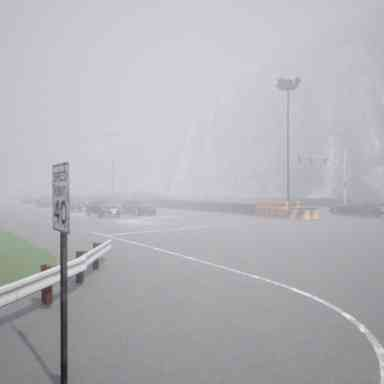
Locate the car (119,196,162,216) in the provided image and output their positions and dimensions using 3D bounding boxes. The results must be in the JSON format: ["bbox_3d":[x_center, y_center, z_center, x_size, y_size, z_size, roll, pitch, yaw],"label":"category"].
[{"bbox_3d":[-5.225,1.427,31.892,1.837,1.490,4.892,0,0,-38],"label":"car"}]

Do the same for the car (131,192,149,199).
[{"bbox_3d":[-12.825,0.891,81.518,2.128,1.511,4.902,0,1,-38],"label":"car"}]

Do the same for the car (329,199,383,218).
[{"bbox_3d":[14.739,1.525,29.561,1.895,1.301,4.718,0,0,-38],"label":"car"}]

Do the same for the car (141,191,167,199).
[{"bbox_3d":[-6.144,1.113,56.079,2.097,1.767,4.553,0,1,-38],"label":"car"}]

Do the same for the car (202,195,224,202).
[{"bbox_3d":[3.840,1.289,60.360,1.812,1.442,4.674,0,1,-38],"label":"car"}]

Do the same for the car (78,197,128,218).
[{"bbox_3d":[-8.041,1.421,29.811,2.128,1.511,4.902,0,0,-38],"label":"car"}]

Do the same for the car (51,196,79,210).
[{"bbox_3d":[-13.764,1.488,37.091,1.895,1.301,4.718,0,0,-38],"label":"car"}]

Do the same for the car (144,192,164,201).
[{"bbox_3d":[-7.899,0.944,69.532,2.097,1.767,4.553,0,1,-38],"label":"car"}]

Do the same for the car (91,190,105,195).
[{"bbox_3d":[-20.925,0.620,74.837,2.150,2.045,5.566,0,1,-38],"label":"car"}]

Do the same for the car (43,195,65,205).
[{"bbox_3d":[-22.482,1.234,53.985,2.033,1.411,5.357,0,1,-38],"label":"car"}]

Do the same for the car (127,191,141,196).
[{"bbox_3d":[-10.359,0.825,67.159,2.150,2.045,5.566,0,1,-38],"label":"car"}]

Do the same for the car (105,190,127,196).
[{"bbox_3d":[-16.846,0.655,75.295,2.150,2.045,5.566,0,1,-38],"label":"car"}]

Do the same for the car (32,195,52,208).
[{"bbox_3d":[-19.475,1.315,44.407,1.837,1.490,4.892,0,1,-38],"label":"car"}]

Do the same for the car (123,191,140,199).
[{"bbox_3d":[-14.060,0.734,77.414,2.097,1.767,4.553,0,1,-38],"label":"car"}]

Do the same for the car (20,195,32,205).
[{"bbox_3d":[-25.701,1.210,52.427,1.812,1.442,4.674,0,1,-37],"label":"car"}]
